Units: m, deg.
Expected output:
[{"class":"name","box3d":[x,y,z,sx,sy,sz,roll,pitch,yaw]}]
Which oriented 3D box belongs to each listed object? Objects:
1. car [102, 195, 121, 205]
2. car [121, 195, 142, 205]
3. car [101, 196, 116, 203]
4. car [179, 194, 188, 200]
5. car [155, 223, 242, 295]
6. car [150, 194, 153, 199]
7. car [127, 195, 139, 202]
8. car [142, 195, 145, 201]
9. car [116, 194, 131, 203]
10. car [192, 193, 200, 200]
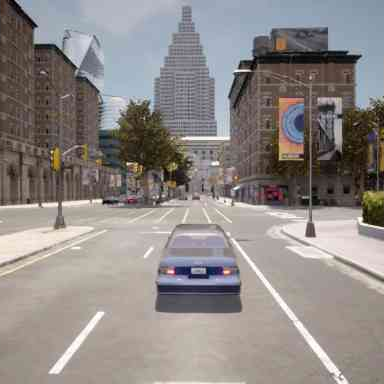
[{"class":"car","box3d":[-14.367,1.601,58.578,1.895,1.301,4.718,0,0,1]},{"class":"car","box3d":[-10.848,1.478,59.760,1.882,1.535,5.008,0,0,1]},{"class":"car","box3d":[-17.406,1.595,69.730,1.895,1.301,4.718,0,0,1]},{"class":"car","box3d":[-2.410,1.540,89.562,2.033,1.411,5.357,0,0,1]},{"class":"car","box3d":[0.169,1.547,8.841,2.033,1.411,5.357,0,0,1]},{"class":"car","box3d":[-10.534,1.355,79.545,2.097,1.767,4.553,0,0,1]},{"class":"car","box3d":[-14.044,1.478,78.783,1.882,1.535,5.008,0,0,1]},{"class":"car","box3d":[-10.658,1.500,69.556,1.837,1.490,4.892,0,0,1]},{"class":"car","box3d":[-14.169,1.355,68.684,2.097,1.767,4.553,0,0,1]},{"class":"car","box3d":[1.095,1.350,89.921,2.097,1.767,4.553,0,0,1]}]
